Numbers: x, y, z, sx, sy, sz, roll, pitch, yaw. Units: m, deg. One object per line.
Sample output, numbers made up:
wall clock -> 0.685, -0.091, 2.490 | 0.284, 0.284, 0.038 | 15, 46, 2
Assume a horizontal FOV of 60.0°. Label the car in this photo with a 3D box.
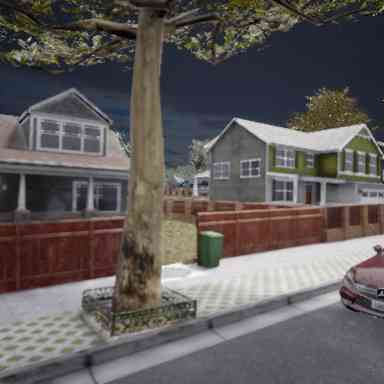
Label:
car -> 4.830, 1.501, 6.519 | 4.674, 1.442, 1.812 | 0, 0, -36
